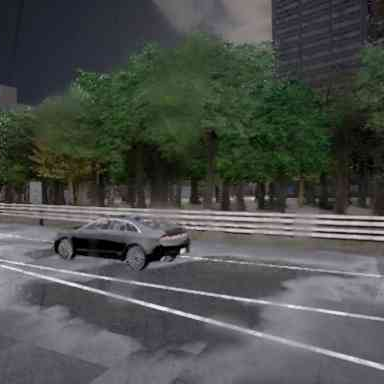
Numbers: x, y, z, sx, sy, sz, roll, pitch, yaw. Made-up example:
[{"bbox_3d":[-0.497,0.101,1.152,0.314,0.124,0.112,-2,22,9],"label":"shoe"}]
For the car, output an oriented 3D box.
[{"bbox_3d":[-2.376,1.501,10.849,4.902,1.511,2.128,0,0,29],"label":"car"}]
